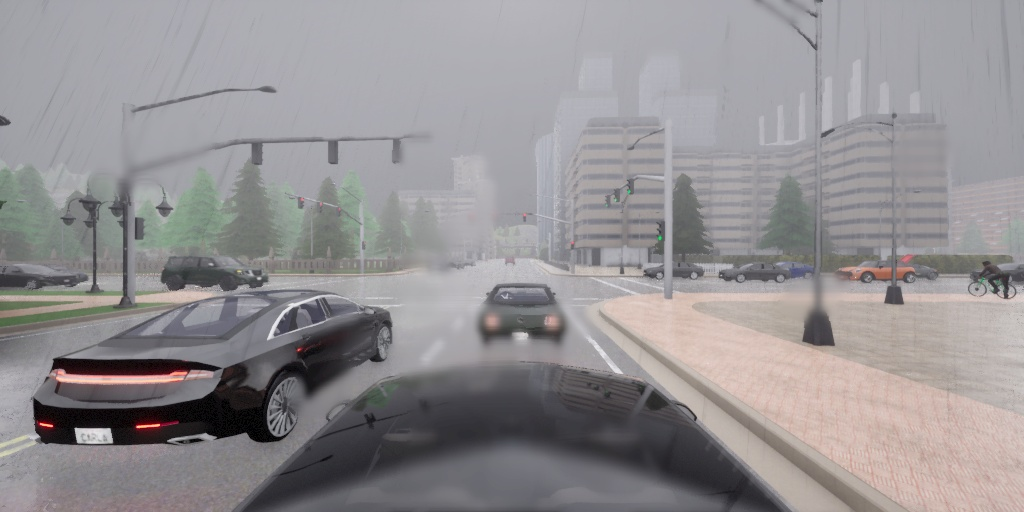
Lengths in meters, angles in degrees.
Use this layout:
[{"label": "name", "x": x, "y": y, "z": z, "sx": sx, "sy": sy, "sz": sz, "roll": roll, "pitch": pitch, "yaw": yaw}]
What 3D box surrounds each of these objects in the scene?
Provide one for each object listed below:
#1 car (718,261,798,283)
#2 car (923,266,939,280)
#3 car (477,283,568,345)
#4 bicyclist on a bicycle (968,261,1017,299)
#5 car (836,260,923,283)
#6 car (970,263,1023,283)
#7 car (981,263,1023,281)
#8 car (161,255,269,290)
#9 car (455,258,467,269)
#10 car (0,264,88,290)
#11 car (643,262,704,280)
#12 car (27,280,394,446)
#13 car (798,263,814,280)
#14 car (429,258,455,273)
[{"label": "car", "x": 18.474, "y": 1.255, "z": 27.430, "sx": 4.892, "sy": 1.490, "sz": 1.837, "roll": 0, "pitch": 0, "yaw": 2}, {"label": "car", "x": 33.255, "y": 1.314, "z": 30.445, "sx": 4.181, "sy": 1.385, "sz": 1.994, "roll": 0, "pitch": 0, "yaw": 1}, {"label": "car", "x": 0.260, "y": 1.351, "z": 9.480, "sx": 1.895, "sy": 1.301, "sz": 4.718, "roll": 0, "pitch": 0, "yaw": 1}, {"label": "bicyclist on a bicycle", "x": 21.176, "y": 1.051, "z": 15.851, "sx": 0.582, "sy": 1.620, "sz": 1.656, "roll": 0, "pitch": 0, "yaw": 2}, {"label": "car", "x": 27.407, "y": 1.102, "z": 27.135, "sx": 4.553, "sy": 1.767, "sz": 2.097, "roll": 0, "pitch": 0, "yaw": 2}, {"label": "car", "x": 37.522, "y": 1.228, "z": 26.792, "sx": 5.008, "sy": 1.535, "sz": 1.882, "roll": 0, "pitch": 0, "yaw": 2}, {"label": "car", "x": 43.467, "y": 1.297, "z": 30.081, "sx": 5.357, "sy": 1.411, "sz": 2.033, "roll": 0, "pitch": 0, "yaw": 2}, {"label": "car", "x": -17.556, "y": 0.972, "z": 21.246, "sx": 5.566, "sy": 2.045, "sz": 2.150, "roll": 0, "pitch": 0, "yaw": 5}, {"label": "car", "x": -8.546, "y": 1.102, "z": 54.039, "sx": 2.097, "sy": 1.767, "sz": 4.553, "roll": 0, "pitch": 0, "yaw": 2}, {"label": "car", "x": -29.463, "y": 1.228, "z": 21.808, "sx": 5.008, "sy": 1.535, "sz": 1.882, "roll": 0, "pitch": 0, "yaw": 2}, {"label": "car", "x": 13.952, "y": 1.255, "z": 31.079, "sx": 4.892, "sy": 1.490, "sz": 1.837, "roll": 0, "pitch": 0, "yaw": 2}, {"label": "car", "x": -3.331, "y": 1.242, "z": 5.327, "sx": 2.128, "sy": 1.511, "sz": 4.902, "roll": 0, "pitch": 0, "yaw": 1}, {"label": "car", "x": 23.300, "y": 1.228, "z": 30.773, "sx": 5.008, "sy": 1.535, "sz": 1.882, "roll": 0, "pitch": 0, "yaw": 2}, {"label": "car", "x": -8.879, "y": 1.241, "z": 44.311, "sx": 2.128, "sy": 1.511, "sz": 4.902, "roll": 0, "pitch": 0, "yaw": 2}]
